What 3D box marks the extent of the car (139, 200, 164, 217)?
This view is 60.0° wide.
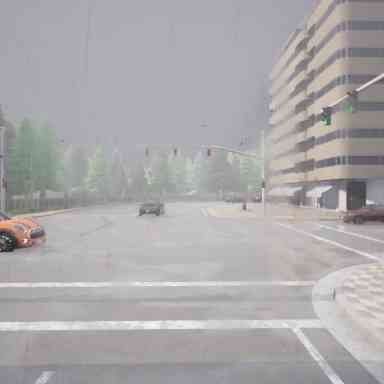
[{"bbox_3d":[-3.772,1.490,31.467,2.128,1.511,4.902,0,0,3],"label":"car"}]

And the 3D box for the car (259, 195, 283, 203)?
[{"bbox_3d":[17.568,1.525,73.739,4.902,1.511,2.128,0,0,-23],"label":"car"}]

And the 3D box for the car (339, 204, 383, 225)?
[{"bbox_3d":[13.172,1.581,24.090,4.674,1.442,1.812,0,0,-1],"label":"car"}]

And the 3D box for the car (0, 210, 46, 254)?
[{"bbox_3d":[-8.247,1.363,13.059,4.553,1.767,2.097,0,0,-1],"label":"car"}]

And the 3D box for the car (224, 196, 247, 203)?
[{"bbox_3d":[8.903,1.547,68.136,5.357,1.411,2.033,0,0,-38],"label":"car"}]

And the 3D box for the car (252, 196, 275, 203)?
[{"bbox_3d":[14.216,1.526,67.838,4.674,1.442,1.812,0,0,-34],"label":"car"}]
